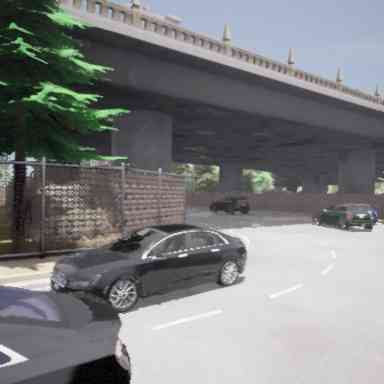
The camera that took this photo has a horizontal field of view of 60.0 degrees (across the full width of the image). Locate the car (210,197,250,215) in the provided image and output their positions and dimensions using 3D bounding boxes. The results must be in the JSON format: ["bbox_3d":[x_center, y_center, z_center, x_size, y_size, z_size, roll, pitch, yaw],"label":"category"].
[{"bbox_3d":[4.358,1.559,38.541,2.150,2.045,5.566,1,0,-30],"label":"car"}]

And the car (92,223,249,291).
[{"bbox_3d":[-0.713,1.556,7.877,4.892,1.490,1.837,1,1,-40],"label":"car"}]

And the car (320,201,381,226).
[{"bbox_3d":[13.047,1.697,27.770,2.097,1.767,4.553,1,0,-17],"label":"car"}]

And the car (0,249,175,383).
[{"bbox_3d":[-2.771,1.477,2.036,4.902,1.511,2.128,1,-1,-36],"label":"car"}]

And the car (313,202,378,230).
[{"bbox_3d":[10.564,1.639,23.627,2.097,1.767,4.553,1,-1,-11],"label":"car"}]

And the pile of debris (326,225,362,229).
[{"bbox_3d":[10.697,2.464,23.518,1.500,0.140,1.860,1,0,-13],"label":"pile of debris"}]
